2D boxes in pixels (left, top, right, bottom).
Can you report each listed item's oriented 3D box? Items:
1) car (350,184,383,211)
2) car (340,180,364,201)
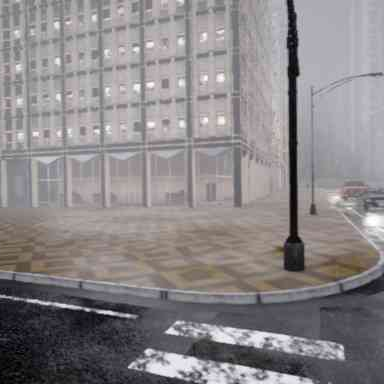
[{"bbox_3d":[12.845,0.451,23.457,2.128,1.511,4.902,0,2,19],"label":"car"},{"bbox_3d":[16.277,-0.217,33.505,2.150,2.045,5.566,0,2,19],"label":"car"}]
